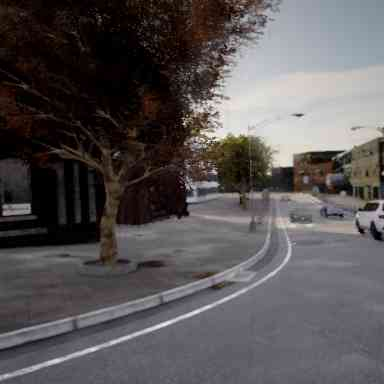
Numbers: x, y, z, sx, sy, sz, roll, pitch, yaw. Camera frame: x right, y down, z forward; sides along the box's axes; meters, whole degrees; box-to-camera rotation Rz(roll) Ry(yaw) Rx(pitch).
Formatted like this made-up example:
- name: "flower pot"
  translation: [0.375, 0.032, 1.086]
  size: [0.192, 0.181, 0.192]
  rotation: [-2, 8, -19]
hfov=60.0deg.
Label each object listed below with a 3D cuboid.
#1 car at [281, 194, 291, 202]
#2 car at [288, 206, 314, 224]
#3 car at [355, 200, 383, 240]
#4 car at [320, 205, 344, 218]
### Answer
- name: "car"
  translation: [19.811, 1.300, 70.379]
  size: [2.128, 1.511, 4.902]
  rotation: [-2, 2, 14]
- name: "car"
  translation: [10.149, 2.108, 31.124]
  size: [1.837, 1.490, 4.892]
  rotation: [-2, -2, 14]
- name: "car"
  translation: [10.822, 1.444, 18.588]
  size: [2.150, 2.045, 5.566]
  rotation: [-2, -2, 14]
- name: "car"
  translation: [15.279, 2.089, 36.526]
  size: [2.033, 1.411, 5.357]
  rotation: [-2, -1, 14]
